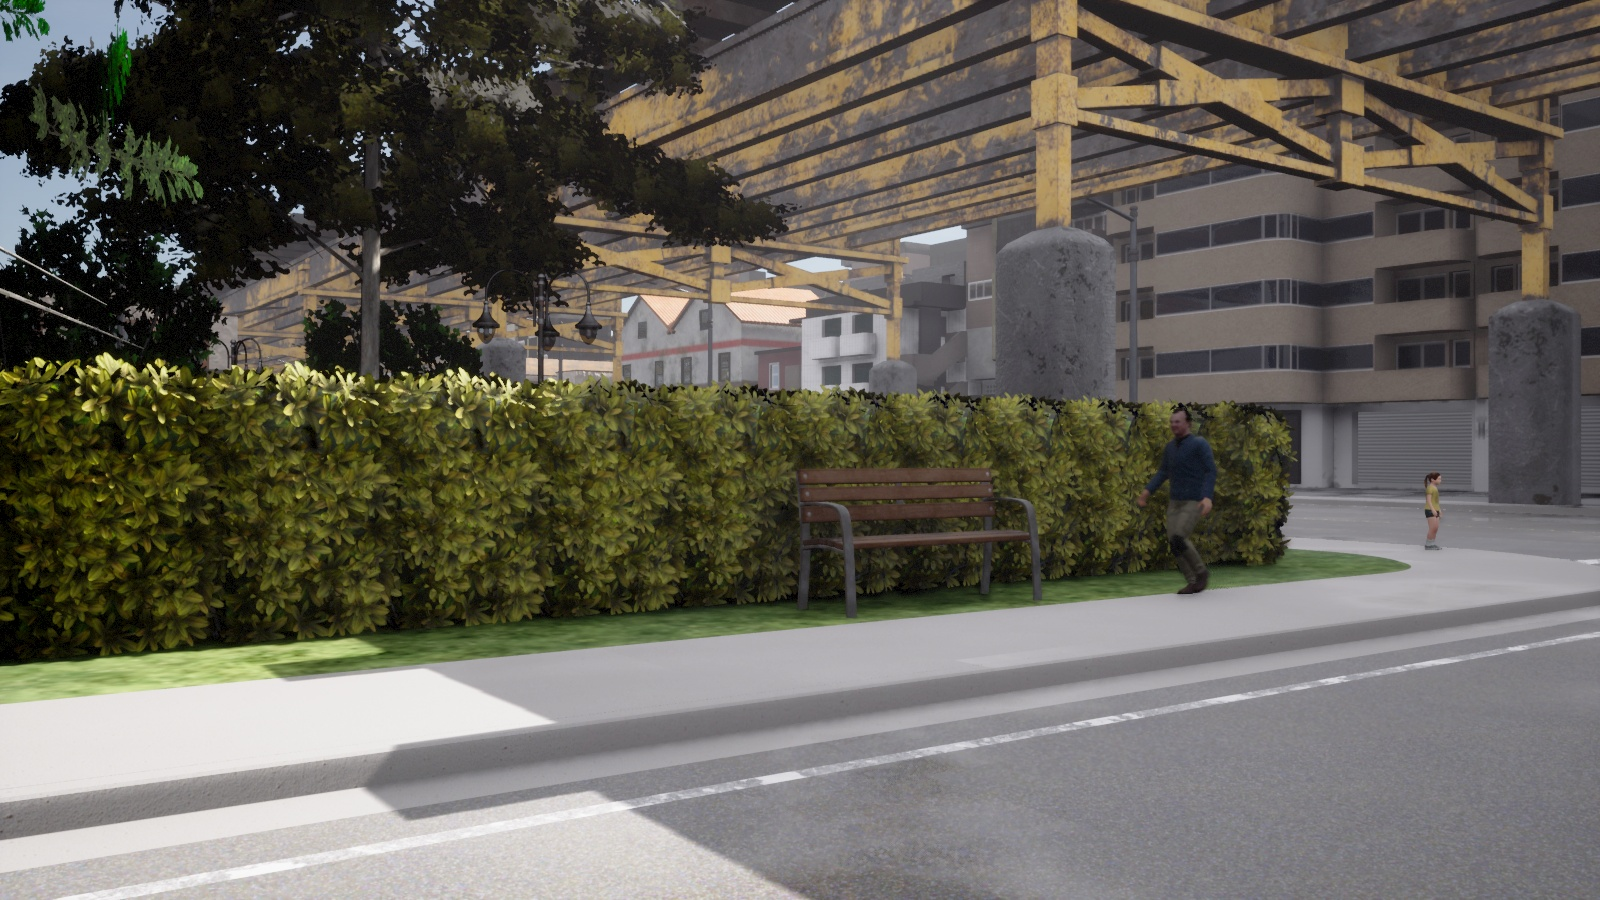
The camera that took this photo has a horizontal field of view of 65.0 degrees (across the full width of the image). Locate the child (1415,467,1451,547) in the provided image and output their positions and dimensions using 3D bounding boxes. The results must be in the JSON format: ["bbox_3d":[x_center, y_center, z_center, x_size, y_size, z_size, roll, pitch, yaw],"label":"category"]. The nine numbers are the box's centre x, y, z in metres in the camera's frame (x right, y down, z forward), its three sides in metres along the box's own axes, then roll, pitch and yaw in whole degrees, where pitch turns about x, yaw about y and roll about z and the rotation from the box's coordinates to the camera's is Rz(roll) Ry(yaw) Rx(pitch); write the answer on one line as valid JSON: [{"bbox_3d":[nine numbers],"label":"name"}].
[{"bbox_3d":[8.915,0.800,17.683,0.394,1.110,0.255,0,0,45],"label":"child"}]

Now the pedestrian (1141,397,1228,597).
[{"bbox_3d":[3.644,0.430,11.901,0.726,1.842,0.402,0,0,-31],"label":"pedestrian"}]
